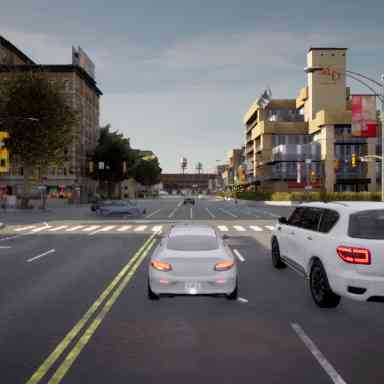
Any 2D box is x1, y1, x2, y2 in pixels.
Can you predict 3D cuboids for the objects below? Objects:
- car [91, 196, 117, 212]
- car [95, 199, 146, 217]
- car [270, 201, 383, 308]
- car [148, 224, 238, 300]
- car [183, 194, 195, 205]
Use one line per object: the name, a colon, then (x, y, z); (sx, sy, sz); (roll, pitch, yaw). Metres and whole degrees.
car: (-7.802, 1.478, 34.172); (5.008, 1.535, 1.882); (0, 0, 0)
car: (-6.350, 1.564, 30.678); (4.181, 1.385, 1.994); (0, 0, 0)
car: (3.511, 1.221, 8.053); (2.150, 2.045, 5.566); (0, 0, 0)
car: (0.012, 1.526, 8.284); (1.812, 1.442, 4.674); (0, 0, 0)
car: (-0.485, 1.505, 59.757); (1.837, 1.490, 4.892); (0, 0, 0)
